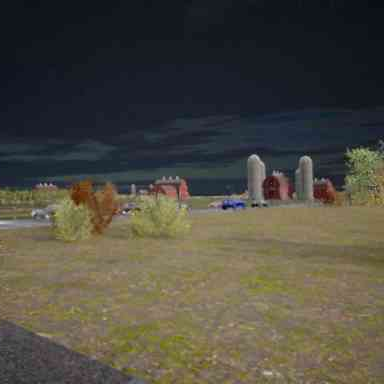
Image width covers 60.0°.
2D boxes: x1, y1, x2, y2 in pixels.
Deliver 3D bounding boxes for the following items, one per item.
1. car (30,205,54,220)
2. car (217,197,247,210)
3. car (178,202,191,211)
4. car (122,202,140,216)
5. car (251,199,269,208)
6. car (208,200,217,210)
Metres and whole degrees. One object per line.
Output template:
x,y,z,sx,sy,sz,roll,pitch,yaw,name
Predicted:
-13.361,1.945,32.836,2.128,1.511,4.902,-2,-2,35,car
6.953,1.914,54.818,2.150,2.045,5.566,-2,-2,36,car
-2.115,2.167,48.415,1.837,1.490,4.892,-2,-2,36,car
-7.886,2.060,40.420,1.837,1.490,4.892,-2,-2,36,car
12.963,2.159,63.203,2.097,1.767,4.553,-2,-2,36,car
4.626,2.138,57.678,2.097,1.767,4.553,-2,-2,36,car
